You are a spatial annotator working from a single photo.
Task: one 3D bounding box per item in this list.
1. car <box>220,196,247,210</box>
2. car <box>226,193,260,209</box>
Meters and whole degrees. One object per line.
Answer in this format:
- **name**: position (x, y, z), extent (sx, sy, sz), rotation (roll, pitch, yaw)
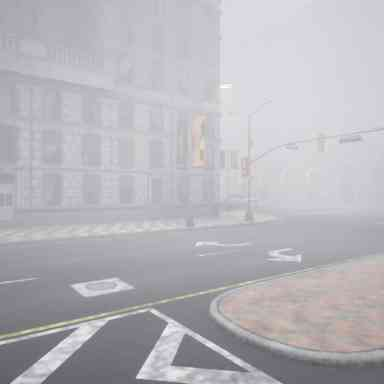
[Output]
- **car**: position (4.695, 1.564, 43.405), extent (1.994, 1.385, 4.181), rotation (0, 0, -36)
- **car**: position (6.866, 1.221, 46.370), extent (2.150, 2.045, 5.566), rotation (0, 0, -37)
